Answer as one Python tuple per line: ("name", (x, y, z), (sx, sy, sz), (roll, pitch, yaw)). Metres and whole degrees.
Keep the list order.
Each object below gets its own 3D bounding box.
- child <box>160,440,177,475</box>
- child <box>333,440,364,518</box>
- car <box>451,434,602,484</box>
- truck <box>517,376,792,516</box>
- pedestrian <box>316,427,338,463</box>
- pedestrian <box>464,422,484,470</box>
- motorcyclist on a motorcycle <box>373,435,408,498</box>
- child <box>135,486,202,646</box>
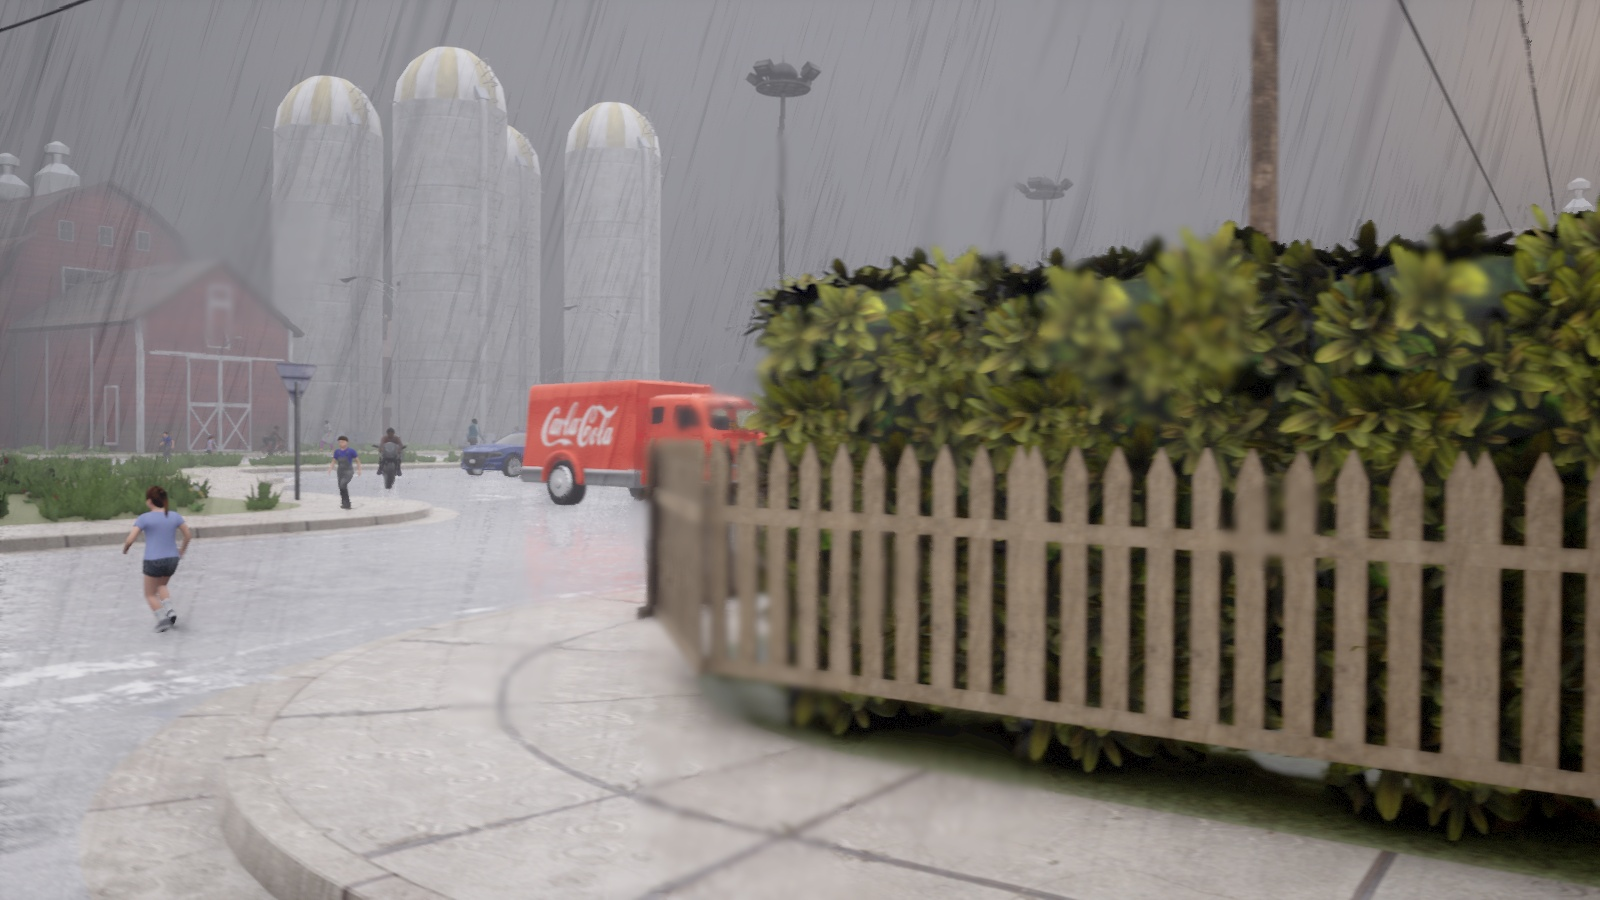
("child", (-23.071, 0.277, 45.871), (0.270, 1.263, 0.437), (0, 1, 37))
("child", (-7.397, 0.464, 20.585), (0.270, 1.263, 0.437), (0, 1, 10))
("car", (-8.949, 0.242, 41.560), (1.882, 1.535, 5.008), (0, 1, 32))
("truck", (-2.975, -0.053, 24.927), (5.204, 2.467, 2.627), (0, -1, 42))
("pedestrian", (-26.206, -0.288, 69.605), (0.659, 1.952, 0.873), (0, 1, 34))
("pedestrian", (-13.276, -0.167, 51.171), (0.396, 1.930, 0.692), (0, 1, 26))
("motorcyclist on a motorcycle", (-10.242, 0.394, 31.405), (0.797, 1.523, 2.044), (1, 0, -18))
("child", (-4.537, 0.820, 9.022), (0.394, 1.110, 0.255), (0, 1, 35))
